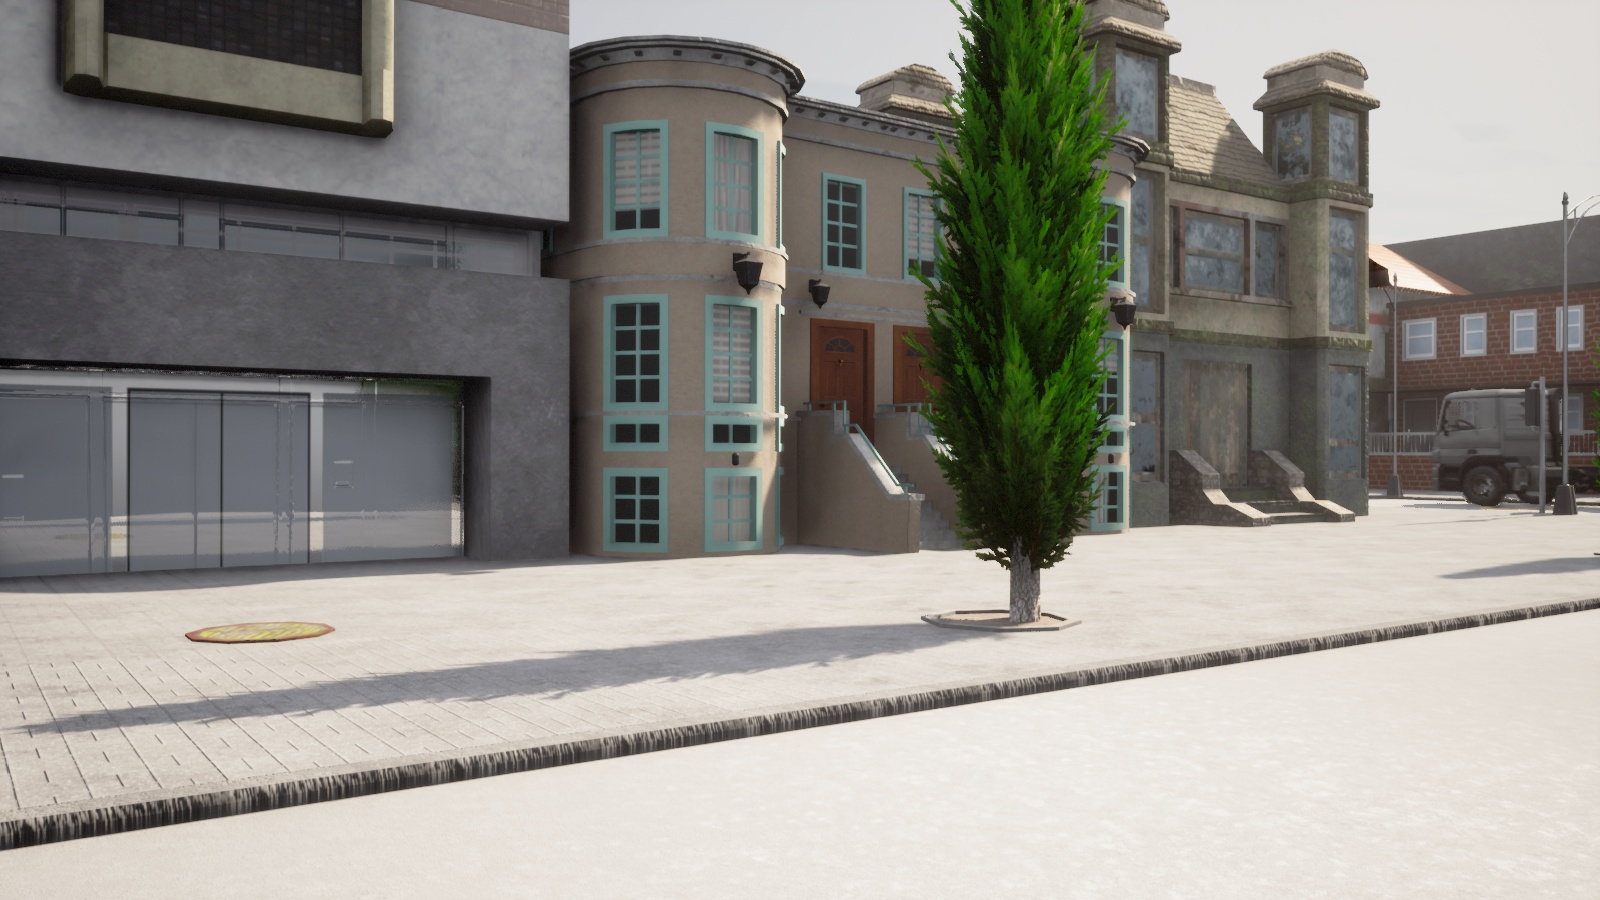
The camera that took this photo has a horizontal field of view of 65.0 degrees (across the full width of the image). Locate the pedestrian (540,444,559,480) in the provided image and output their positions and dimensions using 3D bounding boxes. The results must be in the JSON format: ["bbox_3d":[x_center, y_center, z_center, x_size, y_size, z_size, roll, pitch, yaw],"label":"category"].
[{"bbox_3d":[-13.589,0.648,68.165,0.659,1.952,0.873,0,0,-39],"label":"pedestrian"}]

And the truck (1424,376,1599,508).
[{"bbox_3d":[21.723,-0.202,34.558,2.891,3.462,7.936,0,0,-28],"label":"truck"}]
